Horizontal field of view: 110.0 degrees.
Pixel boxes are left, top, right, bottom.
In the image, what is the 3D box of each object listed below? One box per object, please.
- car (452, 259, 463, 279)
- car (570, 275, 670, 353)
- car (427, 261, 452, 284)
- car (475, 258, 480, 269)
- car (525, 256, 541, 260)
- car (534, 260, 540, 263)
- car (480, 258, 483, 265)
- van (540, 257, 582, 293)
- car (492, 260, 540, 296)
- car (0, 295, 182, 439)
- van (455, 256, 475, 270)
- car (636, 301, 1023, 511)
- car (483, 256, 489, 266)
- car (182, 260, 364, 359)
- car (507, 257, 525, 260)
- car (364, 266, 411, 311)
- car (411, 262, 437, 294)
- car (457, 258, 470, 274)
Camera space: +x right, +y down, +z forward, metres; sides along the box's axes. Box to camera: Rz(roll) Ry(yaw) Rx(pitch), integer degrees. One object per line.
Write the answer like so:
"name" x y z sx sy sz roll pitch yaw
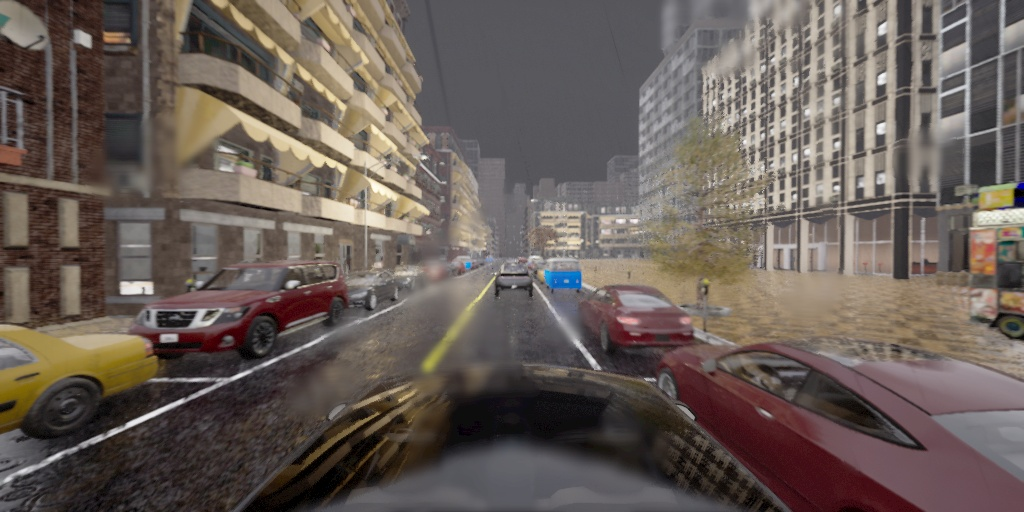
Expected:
"car" -5.702 1.192 30.581 1.948 1.339 4.313 0 0 0
"car" 2.686 1.301 8.478 1.802 1.307 4.207 0 0 0
"car" -5.700 1.088 25.054 1.967 1.591 4.097 0 0 0
"car" -5.708 1.146 47.160 1.802 1.307 4.207 0 0 0
"car" 2.676 1.044 36.110 1.967 1.591 4.097 0 0 0
"car" 2.681 1.172 25.227 1.751 1.417 4.829 0 0 0
"car" -5.711 1.127 52.686 1.802 1.307 4.207 0 0 0
"van" 2.683 1.011 19.531 1.690 1.789 3.998 0 0 0
"car" 0.090 1.168 18.543 2.128 1.511 4.902 0 0 0
"car" -5.692 1.270 2.779 1.751 1.417 4.829 0 0 0
"van" -5.706 0.925 41.635 1.690 1.789 3.998 0 0 0
"car" 2.688 1.326 2.952 1.802 1.307 4.207 0 0 0
"car" -5.714 1.073 63.740 1.948 1.339 4.313 0 0 0
"car" -5.694 1.034 8.475 2.192 1.841 5.009 0 0 0
"car" 0.086 1.082 39.682 2.128 1.511 4.902 0 0 0
"car" -5.695 1.245 14.002 2.007 1.370 4.403 0 0 0
"car" -5.698 1.222 19.529 2.007 1.370 4.403 0 0 0
"car" -5.704 1.150 36.108 1.888 1.381 4.507 0 0 0
